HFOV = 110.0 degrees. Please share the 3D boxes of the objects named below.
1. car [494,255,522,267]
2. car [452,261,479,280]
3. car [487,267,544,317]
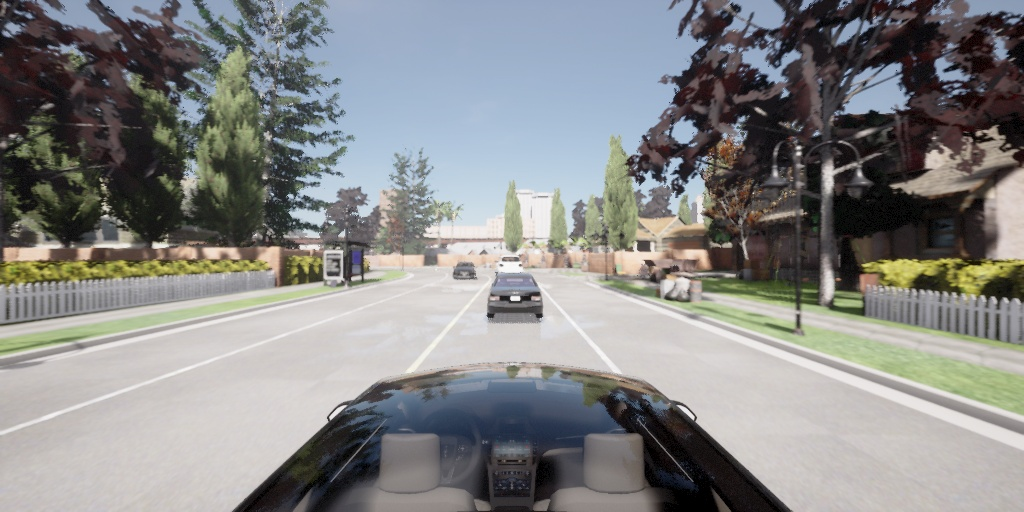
[{"bbox_3d":[-0.367,0.949,32.541,2.150,2.045,5.566,0,0,-6],"label":"car"},{"bbox_3d":[-3.950,1.231,30.646,1.837,1.490,4.892,1,0,-5],"label":"car"},{"bbox_3d":[0.096,1.288,13.012,2.033,1.411,5.357,0,0,0],"label":"car"}]
